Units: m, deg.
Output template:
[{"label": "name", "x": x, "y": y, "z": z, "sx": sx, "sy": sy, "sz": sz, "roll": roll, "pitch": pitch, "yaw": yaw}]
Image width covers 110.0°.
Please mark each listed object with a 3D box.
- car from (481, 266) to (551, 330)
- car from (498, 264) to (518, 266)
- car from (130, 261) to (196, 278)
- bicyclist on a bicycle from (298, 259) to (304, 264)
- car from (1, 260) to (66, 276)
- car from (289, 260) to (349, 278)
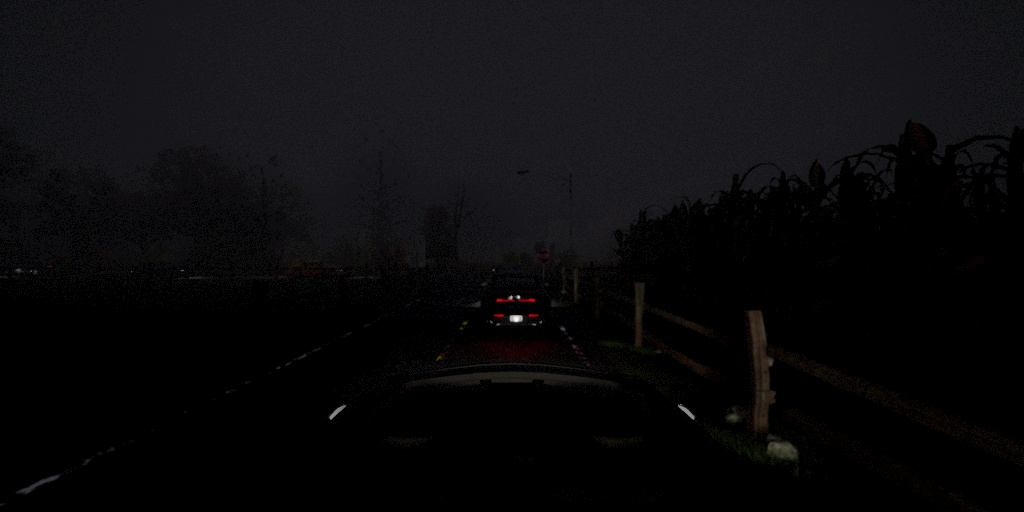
[{"label": "car", "x": 0.096, "y": 1.225, "z": 10.973, "sx": 1.837, "sy": 1.490, "sz": 4.892, "roll": 0, "pitch": 0, "yaw": 0}, {"label": "car", "x": -0.285, "y": 1.222, "z": 24.380, "sx": 2.033, "sy": 1.411, "sz": 5.357, "roll": 0, "pitch": 0, "yaw": -5}, {"label": "car", "x": -31.410, "y": 1.193, "z": 32.353, "sx": 4.892, "sy": 1.490, "sz": 1.837, "roll": 0, "pitch": 0, "yaw": 1}, {"label": "bicyclist on a bicycle", "x": -22.439, "y": 1.118, "z": 38.204, "sx": 0.582, "sy": 1.620, "sz": 1.656, "roll": 0, "pitch": 1, "yaw": 1}, {"label": "car", "x": -47.236, "y": 1.187, "z": 35.463, "sx": 4.892, "sy": 1.490, "sz": 1.837, "roll": 0, "pitch": 0, "yaw": 1}, {"label": "car", "x": -17.243, "y": 1.152, "z": 32.163, "sx": 5.008, "sy": 1.535, "sz": 1.882, "roll": 0, "pitch": 0, "yaw": 1}]
